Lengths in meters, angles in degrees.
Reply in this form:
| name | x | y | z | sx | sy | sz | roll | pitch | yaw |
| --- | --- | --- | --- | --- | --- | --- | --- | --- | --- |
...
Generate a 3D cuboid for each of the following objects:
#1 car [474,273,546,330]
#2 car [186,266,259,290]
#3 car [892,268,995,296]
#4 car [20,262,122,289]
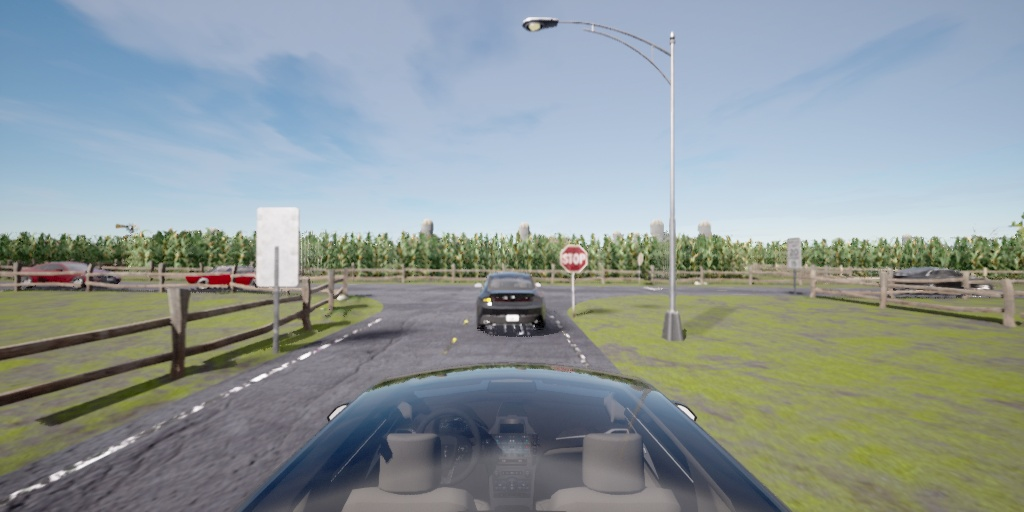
| name | x | y | z | sx | sy | sz | roll | pitch | yaw |
| --- | --- | --- | --- | --- | --- | --- | --- | --- | --- |
| car | -0.107 | 1.255 | 11.116 | 1.837 | 1.490 | 4.892 | 0 | 0 | -3 |
| car | -15.537 | 1.225 | 20.535 | 4.718 | 1.301 | 1.895 | 0 | -1 | 0 |
| car | 24.130 | 1.432 | 20.344 | 4.892 | 1.490 | 1.837 | 0 | -1 | 0 |
| car | -25.378 | 1.084 | 20.588 | 4.674 | 1.442 | 1.812 | 0 | -1 | 0 |
